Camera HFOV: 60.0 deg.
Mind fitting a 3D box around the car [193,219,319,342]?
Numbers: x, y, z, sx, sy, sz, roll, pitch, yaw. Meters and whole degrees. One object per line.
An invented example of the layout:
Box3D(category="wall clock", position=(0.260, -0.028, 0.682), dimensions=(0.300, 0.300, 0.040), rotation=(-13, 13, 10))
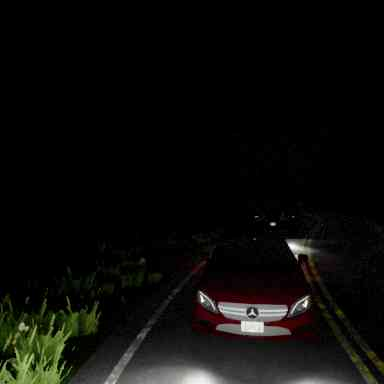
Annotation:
Box3D(category="car", position=(1.227, 1.534, 6.715), dimensions=(1.812, 1.442, 4.674), rotation=(-1, 0, 11))

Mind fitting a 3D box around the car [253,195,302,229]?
Box3D(category="car", position=(4.991, 1.215, 18.889), dimensions=(2.150, 2.045, 5.566), rotation=(-2, -1, 22))
